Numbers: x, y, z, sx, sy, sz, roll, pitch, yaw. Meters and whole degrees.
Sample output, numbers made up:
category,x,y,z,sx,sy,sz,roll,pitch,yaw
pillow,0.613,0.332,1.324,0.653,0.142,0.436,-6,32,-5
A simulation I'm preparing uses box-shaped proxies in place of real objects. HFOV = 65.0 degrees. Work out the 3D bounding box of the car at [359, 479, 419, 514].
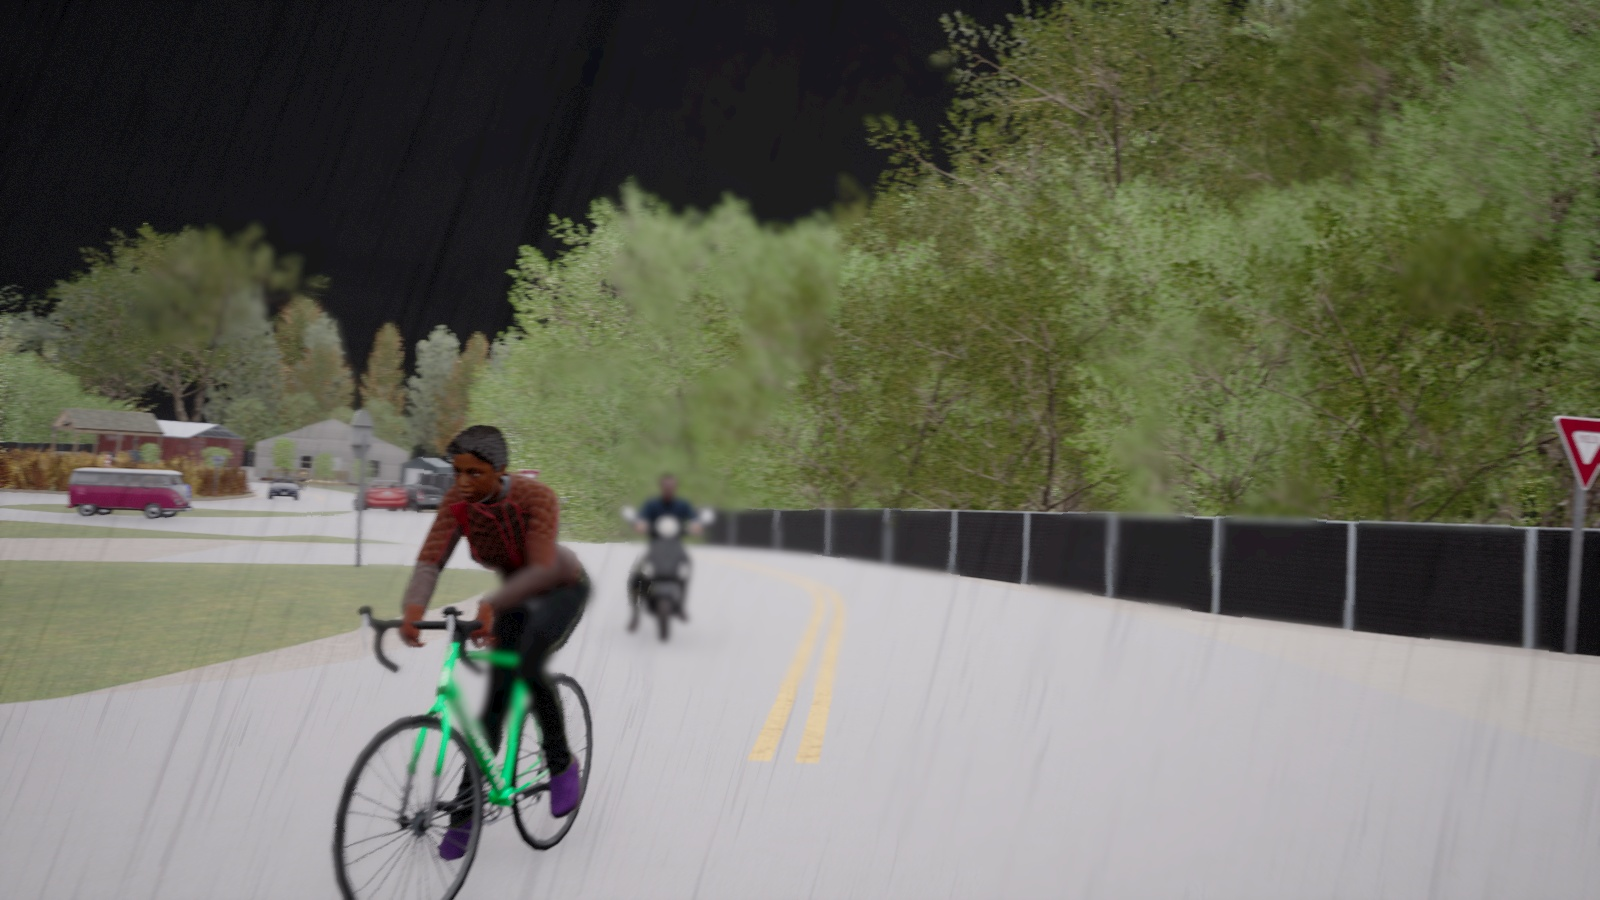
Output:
category,x,y,z,sx,sy,sz,roll,pitch,yaw
car,-21.718,2.506,66.180,2.242,1.667,4.611,2,-5,-28

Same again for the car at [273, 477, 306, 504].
category,x,y,z,sx,sy,sz,roll,pitch,yaw
car,-32.801,2.562,80.655,1.816,1.474,4.193,3,-1,-23

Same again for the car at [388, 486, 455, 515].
category,x,y,z,sx,sy,sz,roll,pitch,yaw
car,-21.366,2.852,70.846,3.988,1.617,1.851,-2,-4,44

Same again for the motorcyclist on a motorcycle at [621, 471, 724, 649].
category,x,y,z,sx,sy,sz,roll,pitch,yaw
motorcyclist on a motorcycle,-1.263,1.034,12.280,0.866,1.590,1.817,2,-3,-7

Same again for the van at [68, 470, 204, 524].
category,x,y,z,sx,sy,sz,roll,pitch,yaw
van,-26.914,1.881,51.005,4.442,1.987,1.775,2,-1,-5

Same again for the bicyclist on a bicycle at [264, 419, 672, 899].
category,x,y,z,sx,sy,sz,roll,pitch,yaw
bicyclist on a bicycle,-1.053,0.748,4.424,0.582,1.620,1.656,1,-2,16
